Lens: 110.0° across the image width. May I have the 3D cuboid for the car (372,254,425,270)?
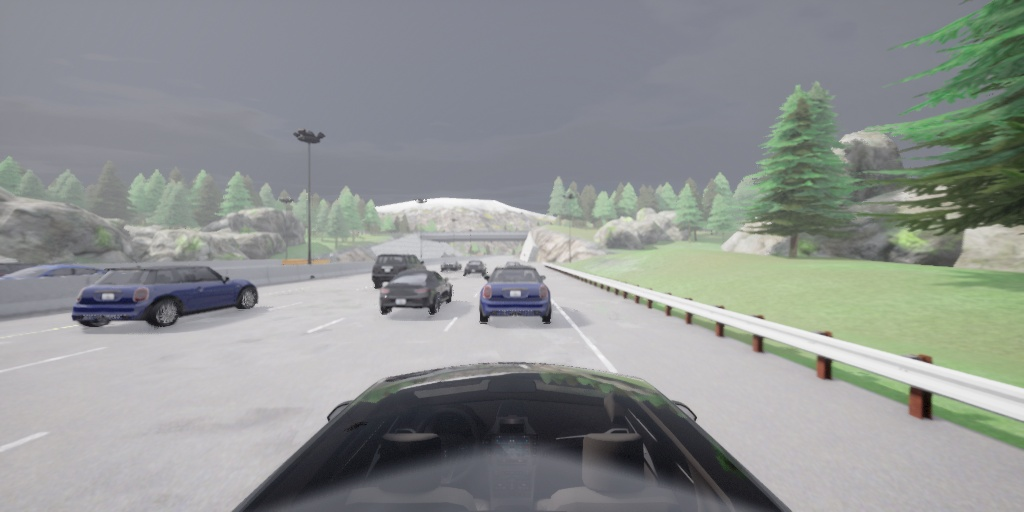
[{"bbox_3d":[-6.905,0.870,22.550,2.150,2.045,5.566,0,0,0],"label":"car"}]

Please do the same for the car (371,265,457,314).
[{"bbox_3d":[-3.403,1.219,13.281,1.812,1.442,4.674,0,0,0],"label":"car"}]

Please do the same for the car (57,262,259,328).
[{"bbox_3d":[-10.403,1.055,11.362,2.097,1.767,4.553,0,0,0],"label":"car"}]

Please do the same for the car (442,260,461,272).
[{"bbox_3d":[-6.909,1.158,41.294,1.895,1.301,4.718,0,0,0],"label":"car"}]

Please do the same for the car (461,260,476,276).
[{"bbox_3d":[-3.421,1.118,33.958,1.812,1.442,4.674,0,0,0],"label":"car"}]

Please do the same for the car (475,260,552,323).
[{"bbox_3d":[0.097,1.052,12.070,2.097,1.767,4.553,0,0,0],"label":"car"}]

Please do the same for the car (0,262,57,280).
[{"bbox_3d":[-21.005,1.164,16.286,1.882,1.535,5.008,0,0,0],"label":"car"}]
